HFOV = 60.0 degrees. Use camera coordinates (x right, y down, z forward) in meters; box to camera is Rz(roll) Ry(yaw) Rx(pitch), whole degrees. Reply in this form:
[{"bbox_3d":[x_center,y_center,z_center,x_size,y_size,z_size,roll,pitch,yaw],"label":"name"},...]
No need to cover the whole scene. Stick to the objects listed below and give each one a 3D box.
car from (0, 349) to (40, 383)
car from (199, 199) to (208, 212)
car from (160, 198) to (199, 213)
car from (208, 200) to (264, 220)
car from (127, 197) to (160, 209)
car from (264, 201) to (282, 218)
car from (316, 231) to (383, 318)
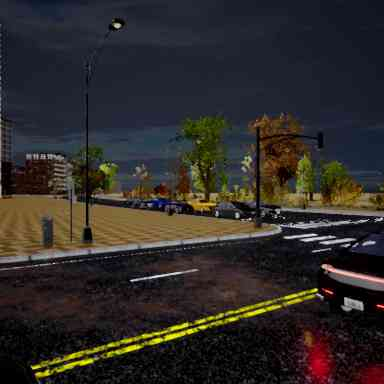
[{"bbox_3d":[-3.116,1.492,1.186,4.902,1.511,2.128,0,0,-36],"label":"car"},{"bbox_3d":[1.052,1.549,39.746,1.882,1.535,5.008,0,0,-32],"label":"car"},{"bbox_3d":[-1.478,1.646,37.650,1.994,1.385,4.181,0,0,-32],"label":"car"},{"bbox_3d":[3.740,1.563,29.219,1.837,1.490,4.892,0,0,-32],"label":"car"},{"bbox_3d":[-6.891,1.597,46.576,2.128,1.511,4.902,0,0,-31],"label":"car"},{"bbox_3d":[6.286,1.539,31.280,2.128,1.511,4.902,0,0,-32],"label":"car"},{"bbox_3d":[4.466,1.491,6.432,4.902,1.511,2.128,0,0,-34],"label":"car"}]
